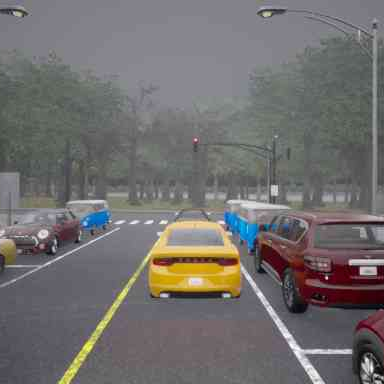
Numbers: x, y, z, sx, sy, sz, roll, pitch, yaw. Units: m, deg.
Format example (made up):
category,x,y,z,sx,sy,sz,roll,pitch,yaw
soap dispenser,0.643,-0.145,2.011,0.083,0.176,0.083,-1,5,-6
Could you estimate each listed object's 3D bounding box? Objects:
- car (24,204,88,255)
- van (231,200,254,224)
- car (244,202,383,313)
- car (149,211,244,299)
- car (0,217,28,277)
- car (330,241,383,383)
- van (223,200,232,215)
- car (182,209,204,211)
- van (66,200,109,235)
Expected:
category,x,y,z,sx,sy,sz,roll,pitch,yaw
car,-5.786,1.441,13.006,1.967,1.590,4.097,0,0,0
van,2.739,1.342,13.020,1.690,1.788,3.998,0,0,0
car,2.749,1.315,7.583,2.192,1.841,5.009,0,0,0
car,0.072,1.478,8.535,1.882,1.535,5.008,0,0,0
car,-5.776,1.525,7.398,1.752,1.417,4.829,0,0,0
car,2.758,1.440,2.145,1.967,1.590,4.097,0,0,0
van,2.730,1.343,18.458,1.690,1.788,3.998,0,0,0
car,0.030,1.565,17.458,1.994,1.385,4.181,0,0,0
van,-5.795,1.343,18.443,1.690,1.788,3.998,0,0,0
